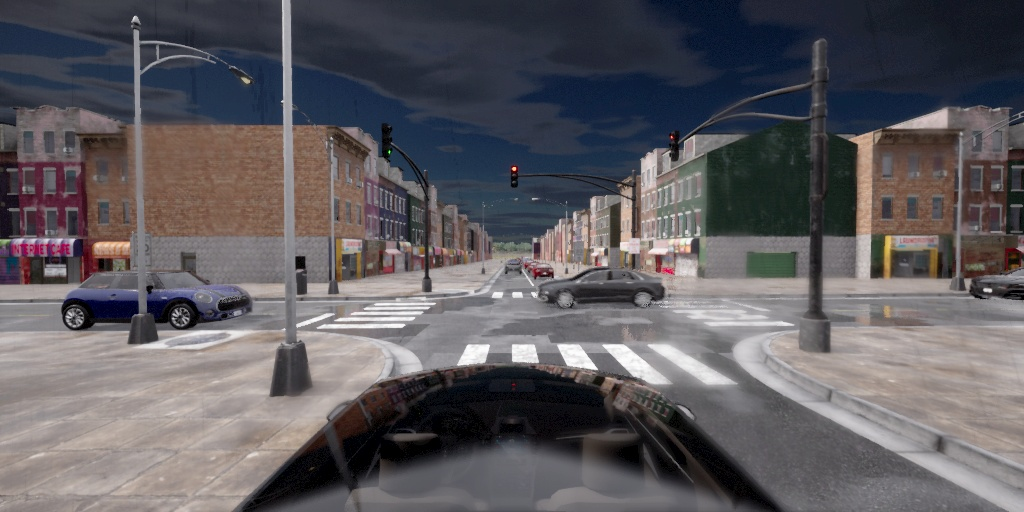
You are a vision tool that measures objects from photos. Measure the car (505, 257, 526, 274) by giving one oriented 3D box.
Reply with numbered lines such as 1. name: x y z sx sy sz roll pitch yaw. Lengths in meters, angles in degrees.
1. car: 0.176 1.237 42.031 2.128 1.511 4.902 0 0 0

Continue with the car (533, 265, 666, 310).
1. car: 3.436 1.222 14.107 4.892 1.490 1.837 0 0 0

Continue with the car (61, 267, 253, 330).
1. car: -10.791 1.202 11.170 4.553 1.767 2.097 0 1 0

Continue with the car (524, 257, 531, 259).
1. car: 2.746 1.291 53.770 1.888 1.381 4.507 0 0 0

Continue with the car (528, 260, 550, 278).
1. car: 2.700 1.291 31.640 1.888 1.381 4.507 0 0 0

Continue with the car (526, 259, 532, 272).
1. car: 2.723 1.328 42.705 1.802 1.307 4.207 0 0 0

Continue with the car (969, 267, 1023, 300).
1. car: 21.161 1.076 14.045 5.008 1.535 1.882 0 1 0
